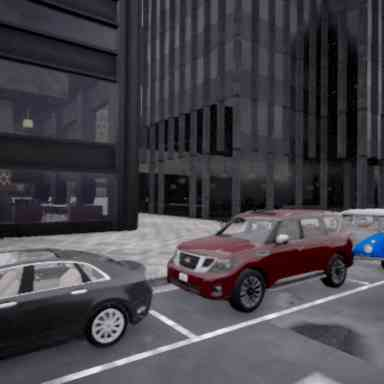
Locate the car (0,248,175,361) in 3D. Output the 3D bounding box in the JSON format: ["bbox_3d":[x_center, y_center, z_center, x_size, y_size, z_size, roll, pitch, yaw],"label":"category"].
[{"bbox_3d":[-2.684,1.555,4.732,4.403,1.369,2.008,1,0,-35],"label":"car"}]

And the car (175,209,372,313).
[{"bbox_3d":[1.885,1.376,7.989,5.009,1.841,2.192,1,0,-35],"label":"car"}]

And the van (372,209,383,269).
[{"bbox_3d":[6.451,1.460,11.245,3.998,1.788,1.690,1,0,-35],"label":"van"}]
